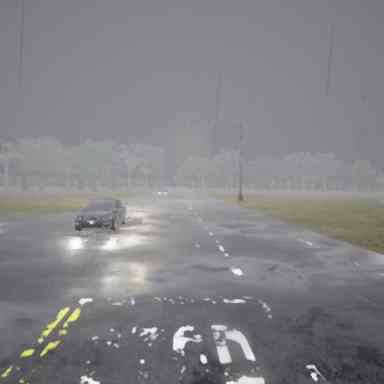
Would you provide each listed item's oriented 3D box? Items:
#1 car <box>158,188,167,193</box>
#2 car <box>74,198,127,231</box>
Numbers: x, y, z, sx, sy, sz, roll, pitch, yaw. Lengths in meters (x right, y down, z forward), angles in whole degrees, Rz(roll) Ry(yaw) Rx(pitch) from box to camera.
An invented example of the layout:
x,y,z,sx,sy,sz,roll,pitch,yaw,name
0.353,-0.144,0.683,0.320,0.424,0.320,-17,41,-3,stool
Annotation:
x,y,z,sx,sy,sz,roll,pitch,yaw,name
-7.510,-0.495,85.570,1.895,1.301,4.718,0,1,3,car
-4.484,1.072,16.848,1.837,1.490,4.892,0,0,-3,car
